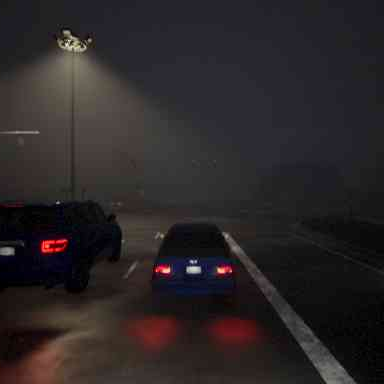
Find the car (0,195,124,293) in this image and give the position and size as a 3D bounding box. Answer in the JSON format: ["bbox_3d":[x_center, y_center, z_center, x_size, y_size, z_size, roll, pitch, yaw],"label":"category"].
[{"bbox_3d":[-3.443,1.203,8.924,2.150,2.045,5.566,0,0,1],"label":"car"}]

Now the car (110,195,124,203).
[{"bbox_3d":[-14.994,1.388,66.698,1.812,1.442,4.674,0,0,0],"label":"car"}]

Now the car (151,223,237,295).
[{"bbox_3d":[0.057,1.529,8.854,2.033,1.411,5.357,0,0,1],"label":"car"}]
